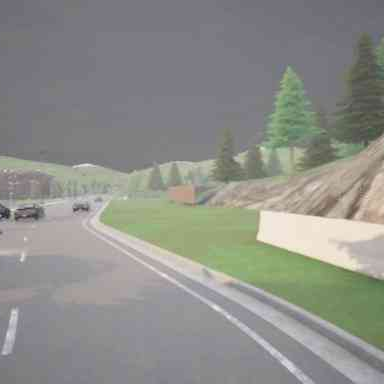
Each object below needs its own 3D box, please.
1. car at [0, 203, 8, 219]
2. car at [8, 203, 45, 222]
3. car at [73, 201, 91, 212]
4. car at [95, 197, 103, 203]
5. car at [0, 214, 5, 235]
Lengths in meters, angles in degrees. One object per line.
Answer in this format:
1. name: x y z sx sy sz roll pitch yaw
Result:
1. car: -18.527 1.769 31.109 2.097 1.767 4.553 -2 0 -14
2. car: -14.785 1.808 30.535 2.128 1.511 4.902 -2 0 -15
3. car: -14.176 1.866 42.965 1.895 1.301 4.718 -2 0 -13
4. car: -23.984 1.938 85.588 2.128 1.511 4.902 -2 0 -13
5. car: -6.936 1.666 9.915 1.837 1.490 4.892 -1 0 -25
